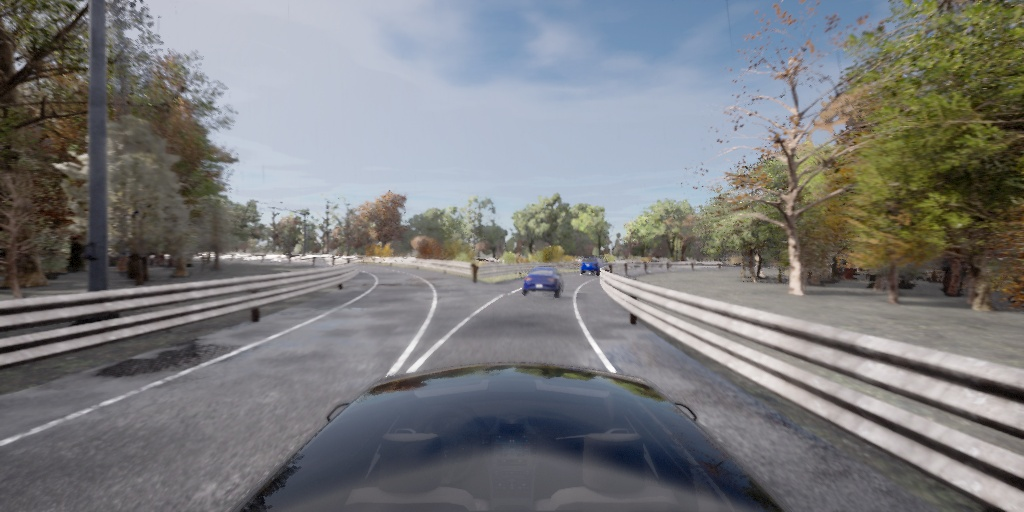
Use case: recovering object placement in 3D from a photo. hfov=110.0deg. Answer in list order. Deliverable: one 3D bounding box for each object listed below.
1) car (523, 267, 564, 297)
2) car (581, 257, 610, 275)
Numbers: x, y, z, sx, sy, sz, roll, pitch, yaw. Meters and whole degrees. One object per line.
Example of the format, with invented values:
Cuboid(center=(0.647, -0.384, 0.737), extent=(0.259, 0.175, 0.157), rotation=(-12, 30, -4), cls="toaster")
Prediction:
Cuboid(center=(1.770, 1.320, 19.246), extent=(1.812, 1.442, 4.674), rotation=(1, -1, 12), cls="car")
Cuboid(center=(10.204, 1.205, 43.668), extent=(2.150, 2.045, 5.566), rotation=(-1, -1, 32), cls="car")
